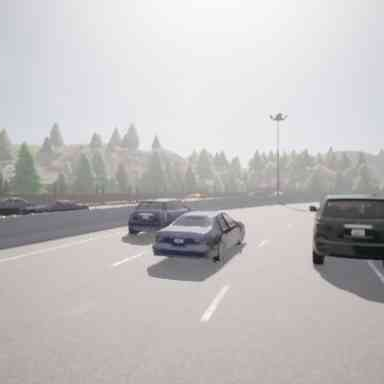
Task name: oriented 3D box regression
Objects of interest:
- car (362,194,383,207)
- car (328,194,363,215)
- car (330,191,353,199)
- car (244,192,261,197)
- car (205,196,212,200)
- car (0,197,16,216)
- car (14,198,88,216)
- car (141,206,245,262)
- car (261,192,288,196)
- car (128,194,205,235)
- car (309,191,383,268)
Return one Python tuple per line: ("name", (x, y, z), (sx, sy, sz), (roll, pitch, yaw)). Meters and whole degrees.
("car", (22.159, 0.964, 39.941), (1.994, 1.385, 4.181), (0, 1, 44))
("car", (13.779, 1.035, 29.748), (1.882, 1.535, 5.008), (0, 1, 36))
("car", (28.717, 0.626, 63.781), (4.674, 1.442, 1.812), (-1, 1, -36))
("car", (11.024, 0.728, 58.583), (4.892, 1.490, 1.837), (0, 0, -43))
("car", (0.309, 0.987, 34.891), (1.882, 1.535, 5.008), (0, 1, 33))
("car", (-13.537, 1.138, 23.789), (2.128, 1.511, 4.902), (0, 1, 24))
("car", (-9.783, 1.251, 23.762), (1.895, 1.301, 4.718), (0, 1, 25))
("car", (0.500, 1.372, 11.569), (2.033, 1.411, 5.357), (0, 1, 20))
("car", (14.628, 0.720, 57.154), (4.902, 1.511, 2.128), (-1, 1, -42))
("car", (-1.228, 1.104, 16.512), (2.097, 1.767, 4.553), (0, 1, 22))
("car", (5.057, 1.065, 10.764), (2.150, 2.045, 5.566), (0, 1, 21))
